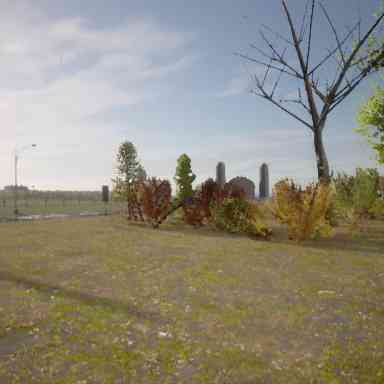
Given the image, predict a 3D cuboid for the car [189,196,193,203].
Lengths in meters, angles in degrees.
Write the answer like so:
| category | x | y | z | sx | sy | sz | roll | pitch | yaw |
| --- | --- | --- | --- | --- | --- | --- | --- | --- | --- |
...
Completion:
| category | x | y | z | sx | sy | sz | roll | pitch | yaw |
| --- | --- | --- | --- | --- | --- | --- | --- | --- | --- |
| car | -0.324 | 1.648 | 52.976 | 2.150 | 2.045 | 5.566 | -1 | -1 | 31 |
